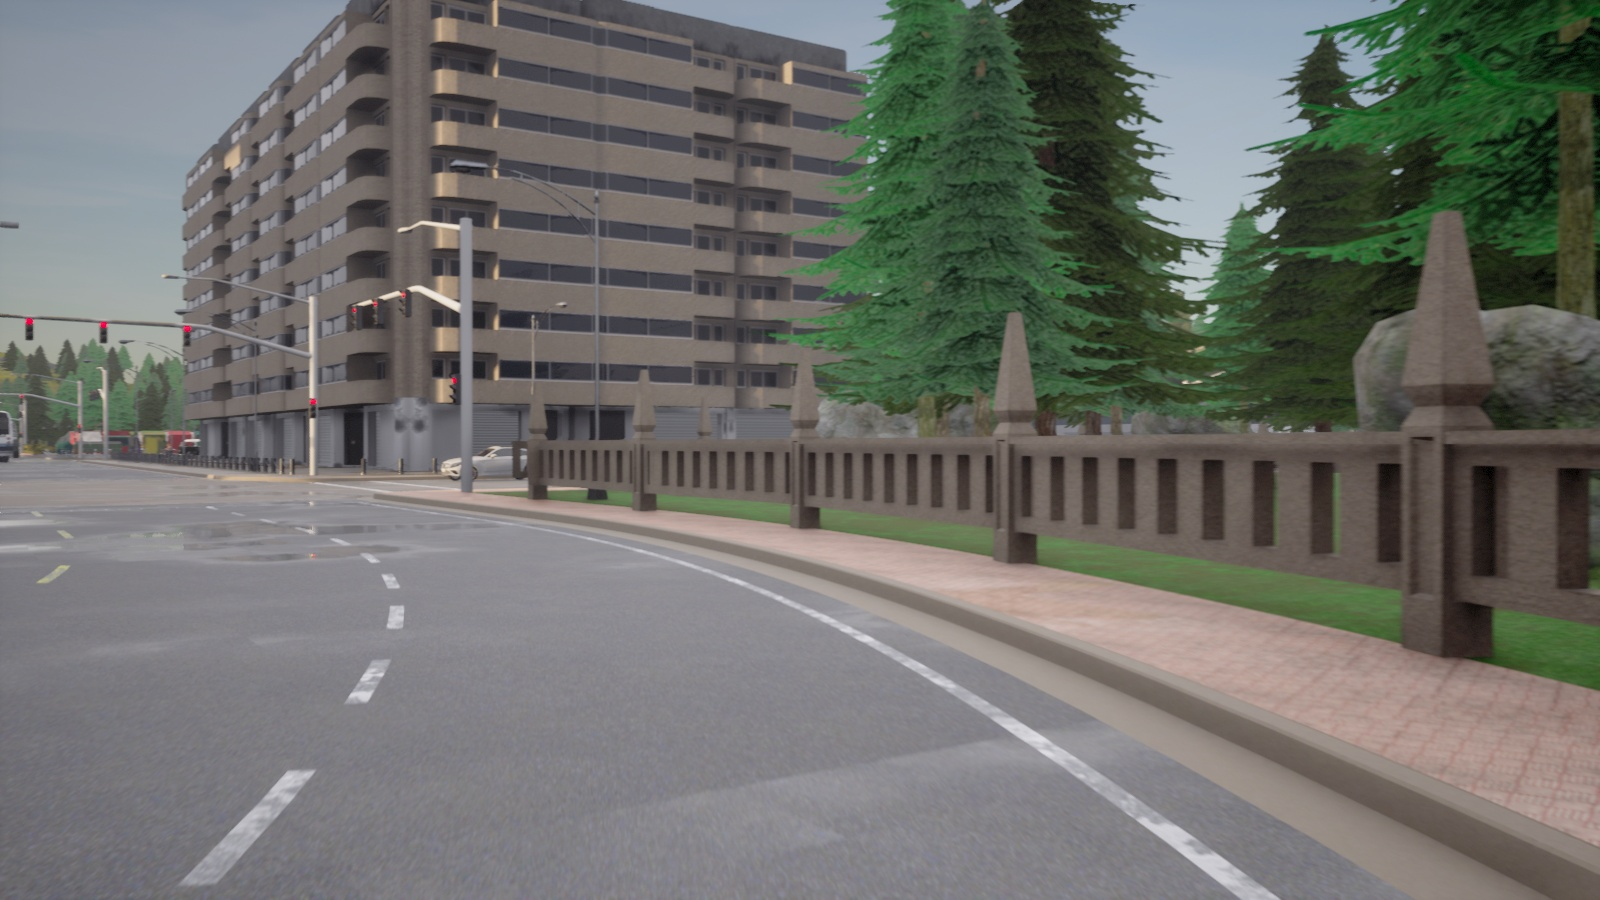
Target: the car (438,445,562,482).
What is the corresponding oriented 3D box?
[{"bbox_3d":[-12.450,0.536,52.221,4.674,1.442,1.812,0,0,-35],"label":"car"}]
